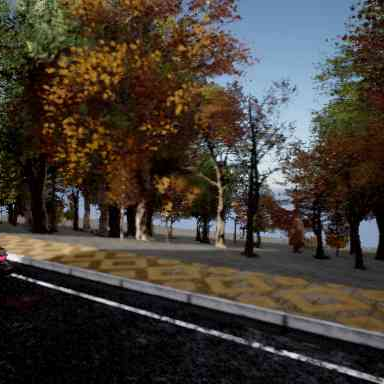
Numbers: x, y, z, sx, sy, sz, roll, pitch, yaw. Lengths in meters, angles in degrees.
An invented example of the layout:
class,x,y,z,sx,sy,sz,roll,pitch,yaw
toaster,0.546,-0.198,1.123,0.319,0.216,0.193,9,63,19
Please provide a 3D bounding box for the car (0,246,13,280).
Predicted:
class,x,y,z,sx,sy,sz,roll,pitch,yaw
car,-6.640,1.550,8.422,5.357,1.411,2.033,0,0,36
